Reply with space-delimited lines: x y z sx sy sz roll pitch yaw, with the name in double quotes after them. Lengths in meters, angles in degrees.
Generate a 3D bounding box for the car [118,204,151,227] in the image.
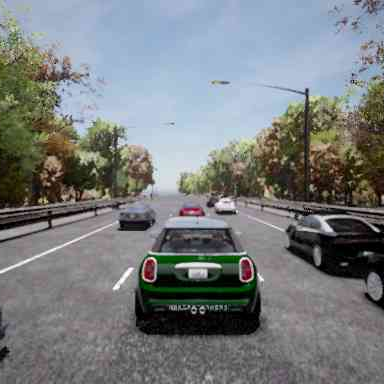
-3.475 1.466 21.757 2.033 1.411 5.357 0 0 -1 "car"

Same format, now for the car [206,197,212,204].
2.984 1.395 47.865 1.812 1.442 4.674 0 0 -1 "car"

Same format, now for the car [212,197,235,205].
3.315 1.427 33.609 1.812 1.442 4.674 0 0 -1 "car"

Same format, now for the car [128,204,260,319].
0.097 1.322 7.470 2.097 1.767 4.553 0 0 0 "car"

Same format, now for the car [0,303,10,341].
-3.405 1.532 2.030 2.033 1.411 5.357 0 0 0 "car"

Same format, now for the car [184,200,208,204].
-0.036 1.477 26.547 1.994 1.385 4.181 0 0 -1 "car"

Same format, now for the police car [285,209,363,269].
4.551 1.392 11.181 1.930 1.638 5.238 0 0 0 "police car"

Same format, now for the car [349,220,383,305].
4.558 1.467 5.033 1.882 1.535 5.008 0 0 0 "car"
